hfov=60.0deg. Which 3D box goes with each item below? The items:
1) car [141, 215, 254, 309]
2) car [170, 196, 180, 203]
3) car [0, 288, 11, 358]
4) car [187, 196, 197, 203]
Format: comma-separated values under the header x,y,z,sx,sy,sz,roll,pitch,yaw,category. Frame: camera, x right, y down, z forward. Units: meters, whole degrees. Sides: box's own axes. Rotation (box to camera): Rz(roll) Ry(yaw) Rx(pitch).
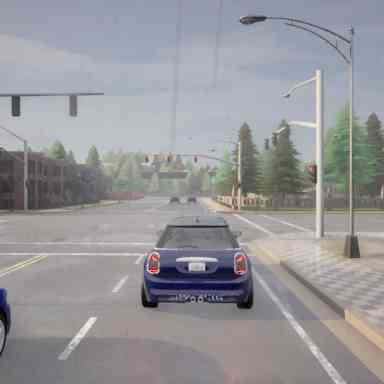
x,y,z,sx,sy,sz,roll,pitch,yaw,category
0.154,1.352,8.060,2.097,1.767,4.553,0,0,2,car
-3.503,1.505,68.348,1.837,1.490,4.892,0,0,0,car
-3.442,1.478,2.604,1.882,1.535,5.008,0,0,0,car
-0.003,1.505,68.348,1.837,1.490,4.892,0,0,0,car
